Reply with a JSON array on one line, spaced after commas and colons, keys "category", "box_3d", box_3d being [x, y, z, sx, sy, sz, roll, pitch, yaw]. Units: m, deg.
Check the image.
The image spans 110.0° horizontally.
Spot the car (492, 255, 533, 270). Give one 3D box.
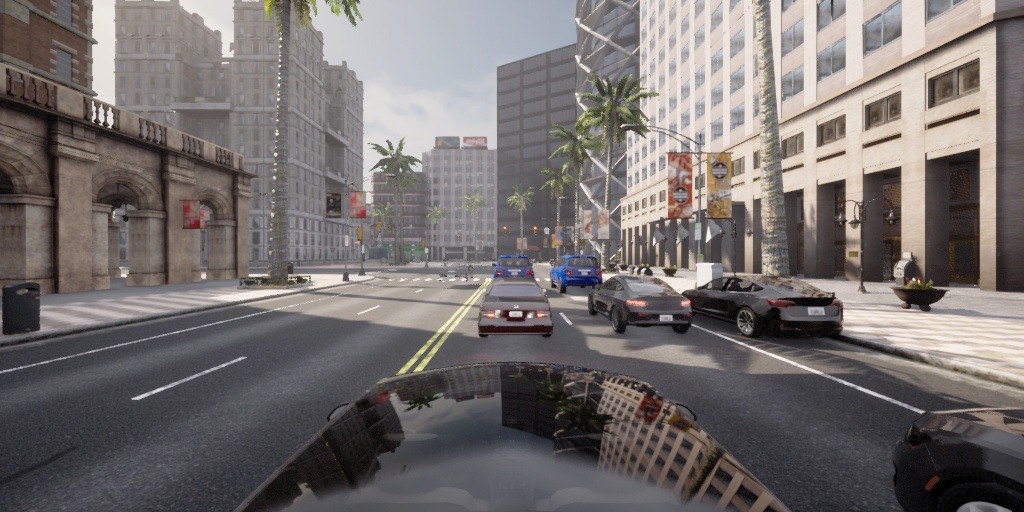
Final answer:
[{"category": "car", "box_3d": [0.048, 0.971, 20.467, 2.150, 2.045, 5.566, 0, 0, -2]}]

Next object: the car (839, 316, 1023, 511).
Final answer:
[{"category": "car", "box_3d": [3.600, 1.255, 0.462, 1.837, 1.490, 4.892, 0, 0, 0]}]

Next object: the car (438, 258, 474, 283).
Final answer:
[{"category": "car", "box_3d": [-3.587, 0.890, 23.510, 2.128, 1.511, 4.902, 0, 0, 0]}]

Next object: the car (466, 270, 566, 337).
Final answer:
[{"category": "car", "box_3d": [0.070, 1.297, 10.248, 2.033, 1.411, 5.357, 0, 0, 0]}]

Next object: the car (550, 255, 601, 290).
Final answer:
[{"category": "car", "box_3d": [3.547, 0.971, 20.601, 2.150, 2.045, 5.566, 0, 0, -2]}]

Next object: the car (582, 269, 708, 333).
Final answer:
[{"category": "car", "box_3d": [3.564, 1.276, 10.637, 1.812, 1.442, 4.674, 0, 0, -1]}]
